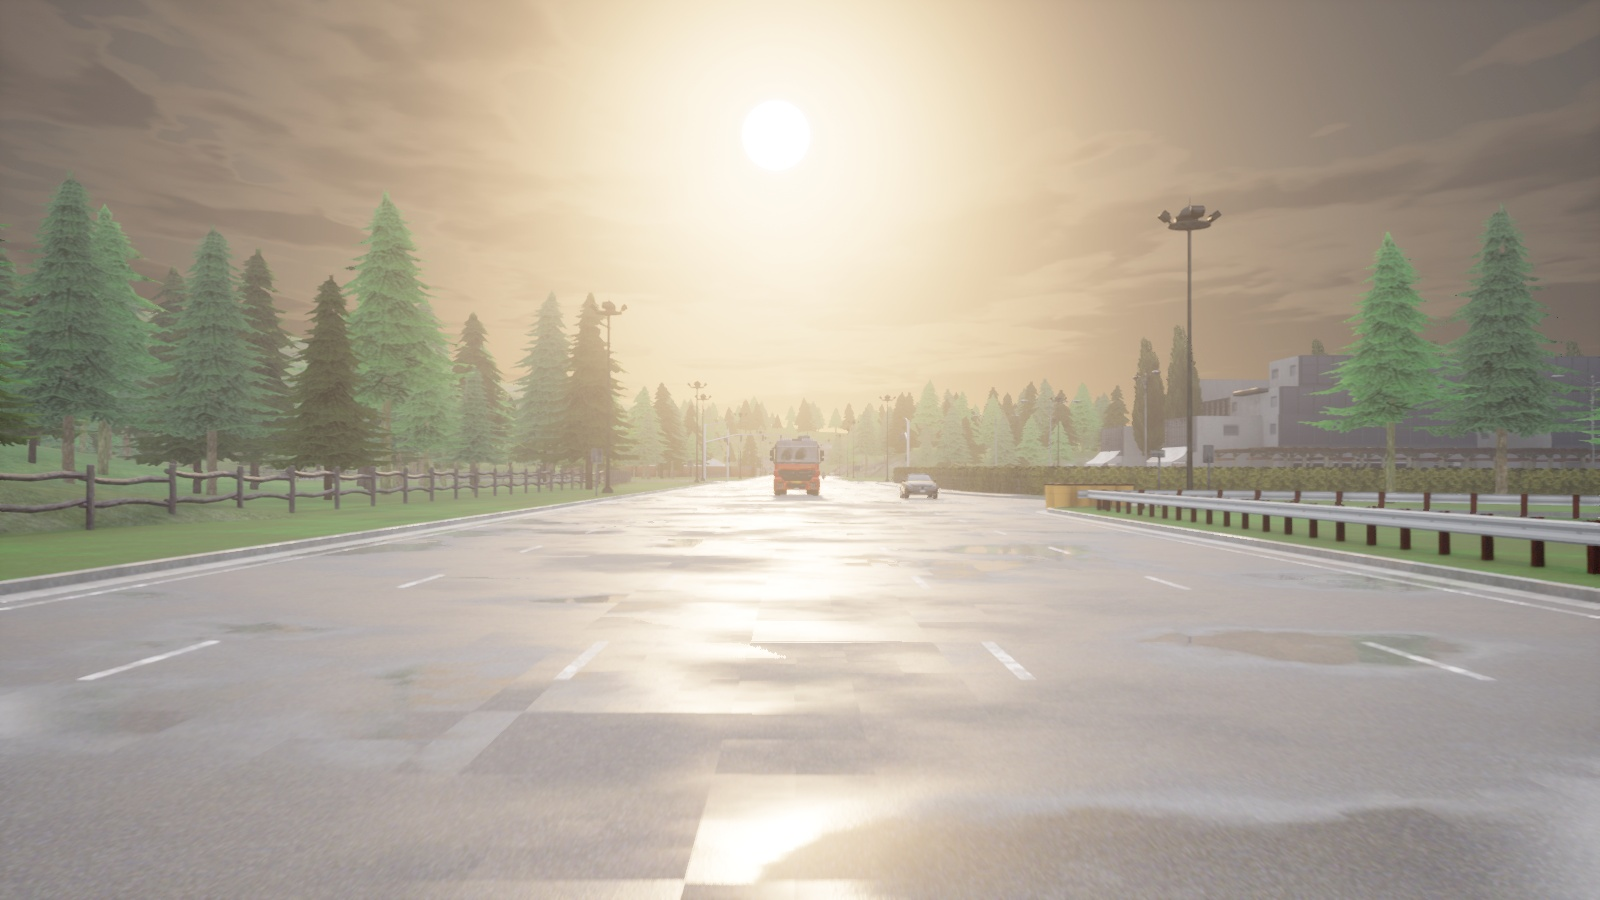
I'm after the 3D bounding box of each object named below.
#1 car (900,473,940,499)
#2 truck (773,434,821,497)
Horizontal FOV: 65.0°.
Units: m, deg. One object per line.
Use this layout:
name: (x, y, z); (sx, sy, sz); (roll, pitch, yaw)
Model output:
car: (6.838, 2.020, 72.120); (1.812, 1.442, 4.674); (0, -1, 0)
truck: (-0.192, 0.995, 80.341); (2.891, 3.827, 8.468); (0, -1, 0)
